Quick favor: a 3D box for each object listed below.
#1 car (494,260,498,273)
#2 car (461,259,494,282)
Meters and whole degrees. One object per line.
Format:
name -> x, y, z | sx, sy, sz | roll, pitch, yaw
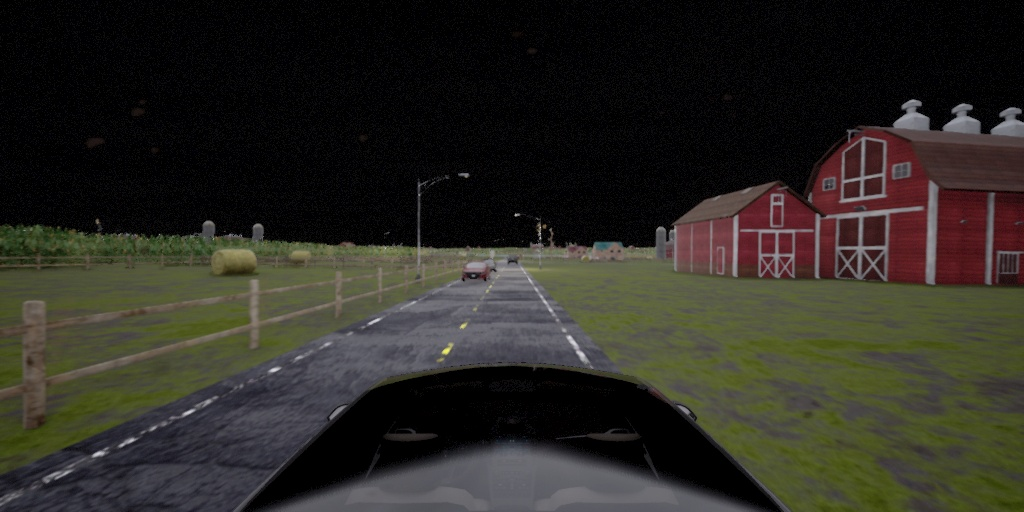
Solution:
car -> -2.689, 1.124, 40.879 | 1.837, 1.490, 4.892 | 0, 0, 0
car -> -2.713, 1.136, 27.823 | 1.882, 1.535, 5.008 | 0, 0, 0
